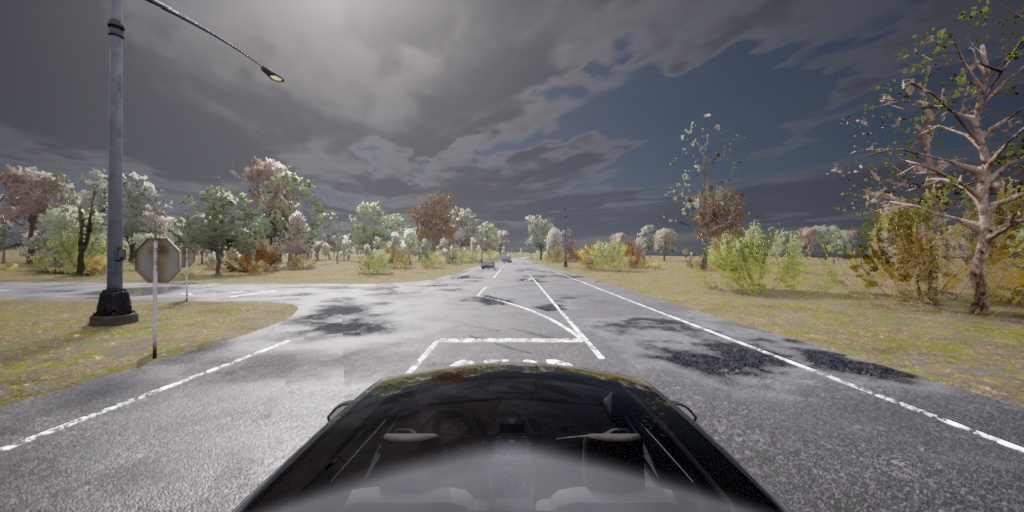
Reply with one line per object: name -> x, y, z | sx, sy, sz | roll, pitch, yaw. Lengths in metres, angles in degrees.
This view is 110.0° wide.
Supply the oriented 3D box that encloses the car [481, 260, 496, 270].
car -> -3.418, 1.282, 51.939 | 1.994, 1.385, 4.181 | 0, 0, 0
